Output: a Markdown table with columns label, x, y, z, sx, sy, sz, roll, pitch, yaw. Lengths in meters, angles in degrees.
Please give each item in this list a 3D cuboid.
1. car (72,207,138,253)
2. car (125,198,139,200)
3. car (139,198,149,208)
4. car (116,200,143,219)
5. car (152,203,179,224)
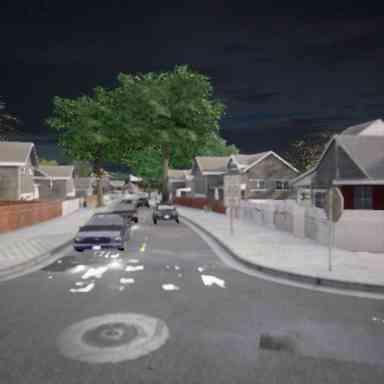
| label | x | y | z | sx | sy | sz | roll | pitch | yaw |
| --- | --- | --- | --- | --- | --- | --- | --- | --- | --- |
| car | -3.627 | 1.591 | 14.375 | 2.033 | 1.411 | 5.357 | 0 | 0 | -6 |
| car | -7.225 | 1.605 | 36.729 | 1.837 | 1.490 | 4.892 | 0 | 0 | -13 |
| car | -7.645 | 1.619 | 50.901 | 1.837 | 1.490 | 4.892 | 0 | 0 | -13 |
| car | -5.146 | 1.621 | 26.186 | 2.033 | 1.411 | 5.357 | 0 | 0 | -10 |
| car | -2.099 | 1.581 | 25.571 | 1.812 | 1.442 | 4.674 | 0 | 0 | -8 |
